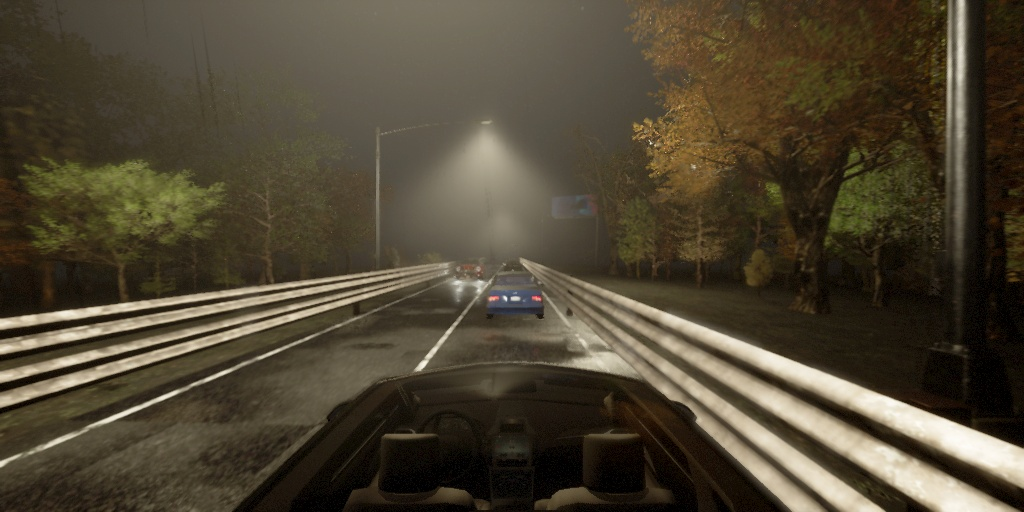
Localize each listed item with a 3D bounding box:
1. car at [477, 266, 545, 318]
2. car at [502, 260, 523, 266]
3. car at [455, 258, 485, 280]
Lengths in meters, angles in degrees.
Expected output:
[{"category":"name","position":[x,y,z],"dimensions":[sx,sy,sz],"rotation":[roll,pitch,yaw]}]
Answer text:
[{"category":"car","position":[0.098,1.248,12.681],"dimensions":[2.033,1.411,5.357],"rotation":[0,0,0]},{"category":"car","position":[0.078,1.098,36.607],"dimensions":[1.837,1.490,4.892],"rotation":[0,0,0]},{"category":"car","position":[-3.358,0.976,29.587],"dimensions":[2.097,1.767,4.553],"rotation":[0,0,0]}]
